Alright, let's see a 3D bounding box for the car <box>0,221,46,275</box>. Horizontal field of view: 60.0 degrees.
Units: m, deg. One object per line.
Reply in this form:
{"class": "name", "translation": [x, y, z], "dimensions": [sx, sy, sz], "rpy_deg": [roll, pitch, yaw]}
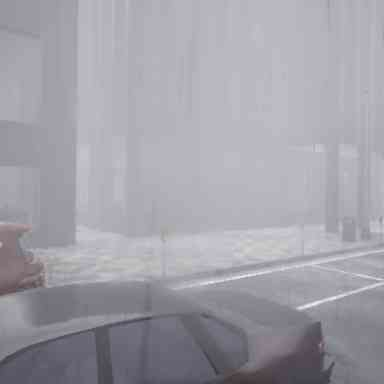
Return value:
{"class": "car", "translation": [-4.221, 1.299, 3.637], "dimensions": [5.009, 1.841, 2.192], "rpy_deg": [1, -1, -35]}

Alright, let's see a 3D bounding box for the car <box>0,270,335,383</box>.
{"class": "car", "translation": [-1.075, 1.555, 2.609], "dimensions": [5.357, 1.411, 2.033], "rpy_deg": [1, -1, -35]}
